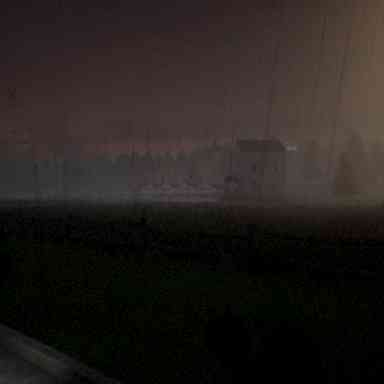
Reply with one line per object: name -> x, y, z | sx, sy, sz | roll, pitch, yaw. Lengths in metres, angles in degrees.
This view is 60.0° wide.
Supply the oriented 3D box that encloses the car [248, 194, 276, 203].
car -> 12.063, 1.209, 57.458 | 4.605, 1.855, 1.932 | 0, 0, 35
